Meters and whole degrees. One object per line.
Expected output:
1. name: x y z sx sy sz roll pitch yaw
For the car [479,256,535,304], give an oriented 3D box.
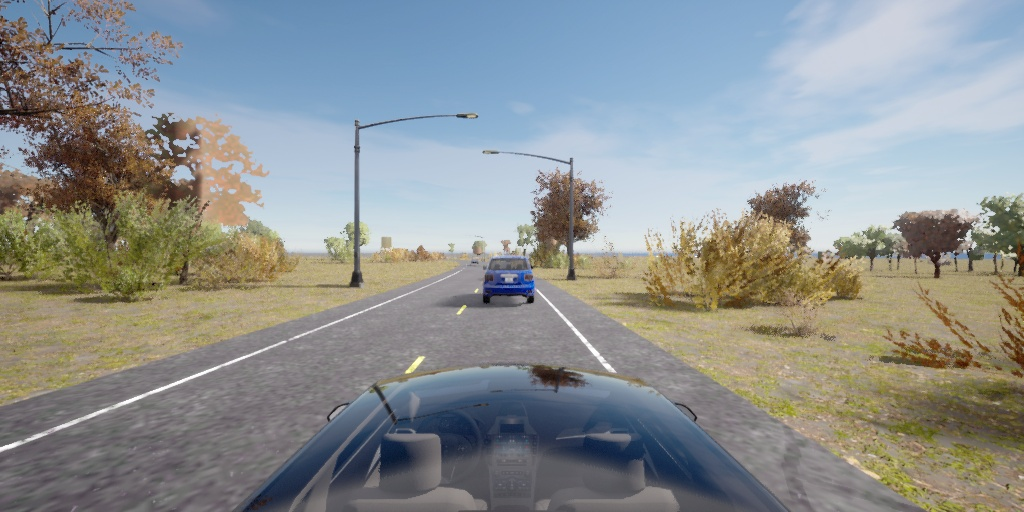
1. car: -0.178 1.007 16.573 2.150 2.045 5.566 0 0 -1
